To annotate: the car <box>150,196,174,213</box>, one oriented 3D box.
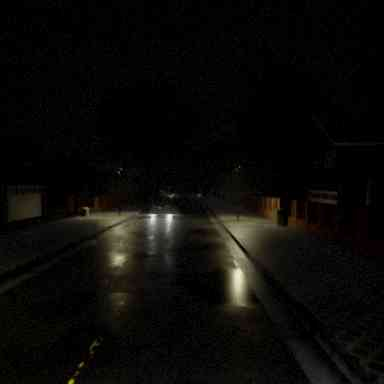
[{"bbox_3d":[-2.792,1.193,31.847,1.837,1.490,4.892,0,0,1],"label":"car"}]
